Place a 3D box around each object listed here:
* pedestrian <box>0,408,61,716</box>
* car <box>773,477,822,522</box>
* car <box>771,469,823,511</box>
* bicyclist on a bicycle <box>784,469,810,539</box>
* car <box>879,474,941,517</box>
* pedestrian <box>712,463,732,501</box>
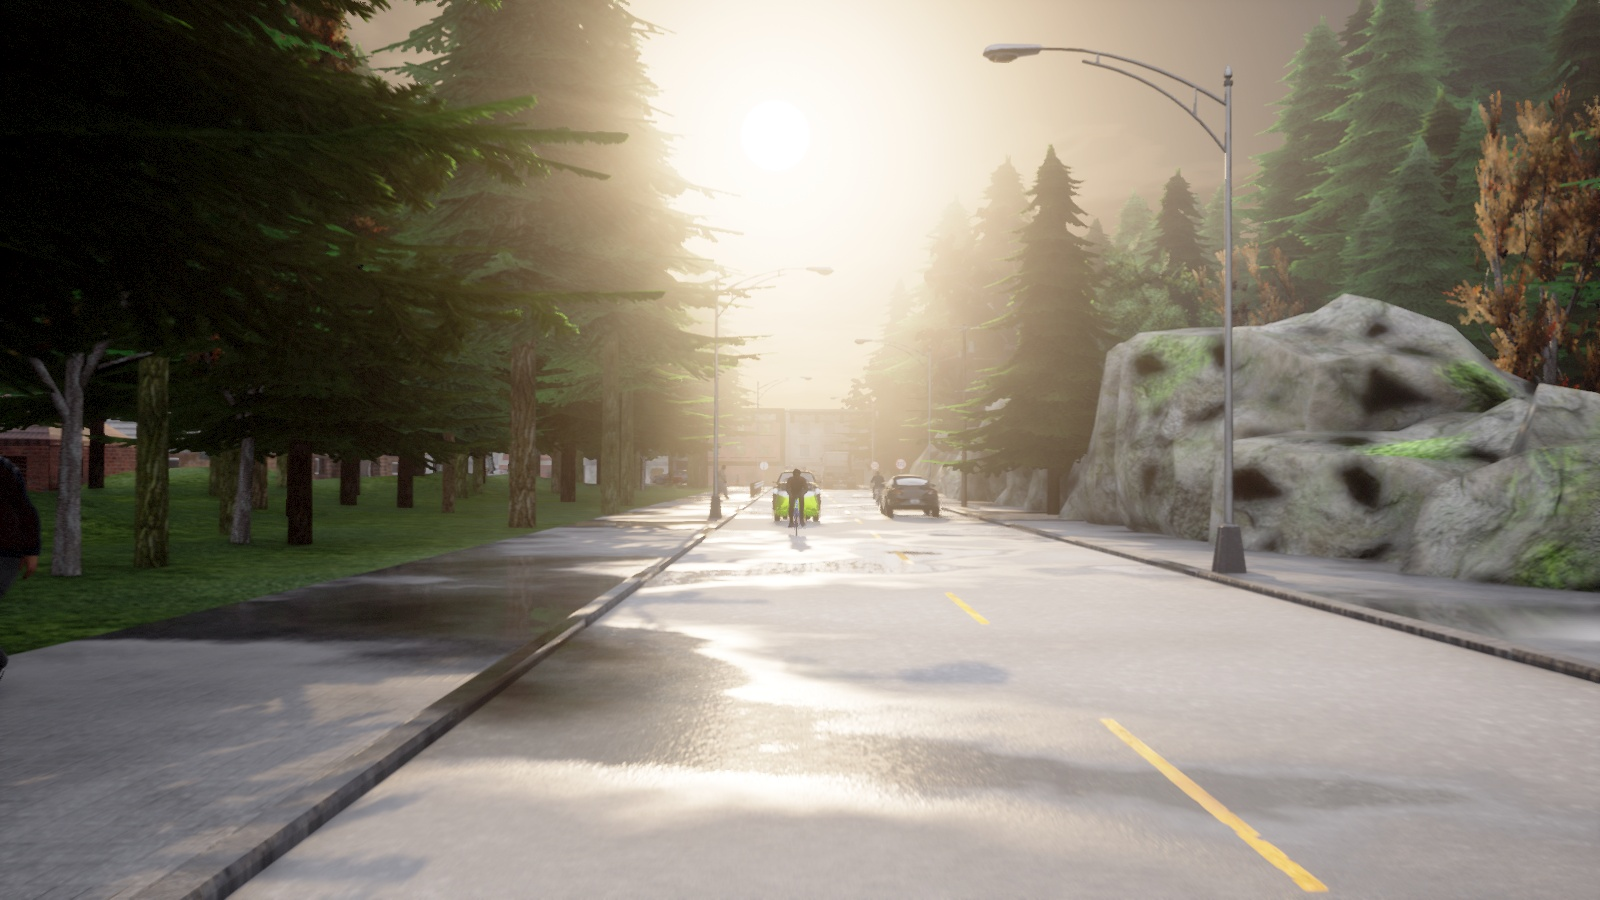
[{"bbox_3d":[-5.141,0.675,7.787,0.634,1.844,0.899,0,-1,-5],"label":"pedestrian"},{"bbox_3d":[-0.092,1.527,39.258,1.481,1.376,2.207,0,-1,0],"label":"car"},{"bbox_3d":[-0.122,1.607,51.433,2.033,1.649,4.856,0,-1,0],"label":"car"},{"bbox_3d":[-0.071,1.270,29.991,0.582,1.620,1.656,0,-1,0],"label":"bicyclist on a bicycle"},{"bbox_3d":[3.894,1.579,45.064,1.812,1.442,4.674,0,-1,0],"label":"car"},{"bbox_3d":[-3.897,1.592,62.833,0.900,1.855,0.874,0,-1,5],"label":"pedestrian"}]
